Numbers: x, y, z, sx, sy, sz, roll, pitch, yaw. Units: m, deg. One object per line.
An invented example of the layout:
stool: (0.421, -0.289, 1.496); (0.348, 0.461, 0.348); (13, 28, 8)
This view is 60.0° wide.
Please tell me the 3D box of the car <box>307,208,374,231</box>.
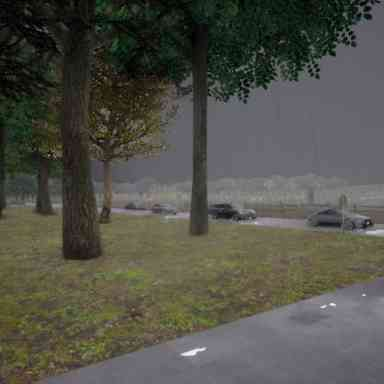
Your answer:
car: (9.987, 1.827, 22.699); (1.994, 1.385, 4.181); (-1, 0, -36)

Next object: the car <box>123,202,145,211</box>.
car: (-9.827, 2.450, 56.043); (2.033, 1.411, 5.357); (-1, 0, -35)

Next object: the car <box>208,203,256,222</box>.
car: (3.892, 1.811, 31.390); (2.097, 1.767, 4.553); (-1, 0, -35)

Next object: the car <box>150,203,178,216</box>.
car: (-3.630, 2.201, 42.131); (1.837, 1.490, 4.892); (-1, -1, -35)

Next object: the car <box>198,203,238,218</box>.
car: (2.866, 2.021, 37.970); (1.837, 1.490, 4.892); (-1, 0, -35)
